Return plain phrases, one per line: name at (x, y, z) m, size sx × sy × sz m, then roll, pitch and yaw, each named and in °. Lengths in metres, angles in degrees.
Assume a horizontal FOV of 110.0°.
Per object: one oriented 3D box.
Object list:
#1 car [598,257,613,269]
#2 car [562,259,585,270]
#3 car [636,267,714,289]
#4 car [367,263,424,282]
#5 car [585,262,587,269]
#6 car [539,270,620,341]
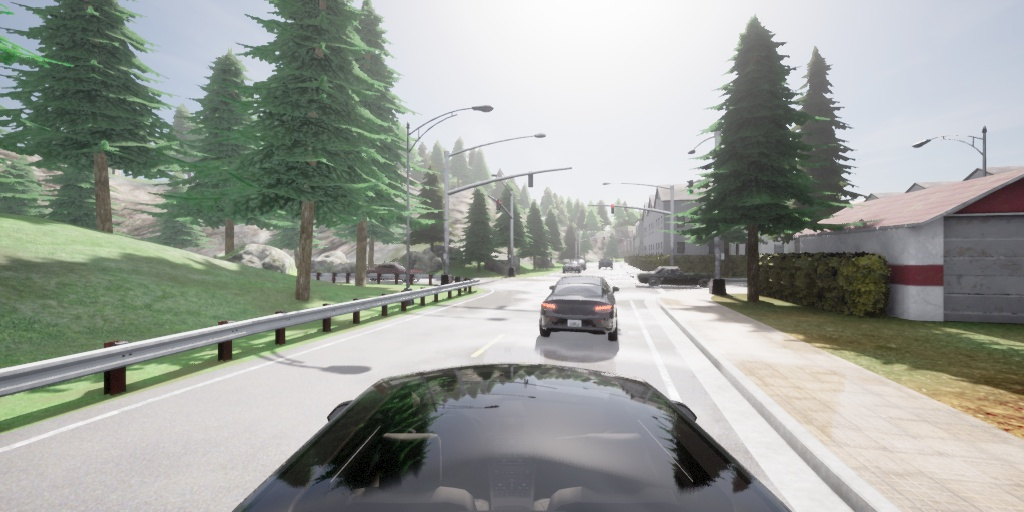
car at (14.301, 1.102, 54.752) m, size 2.097 × 1.767 × 4.553 m, roll 0°, pitch 0°, yaw 15°
car at (7.270, 1.314, 43.184) m, size 1.994 × 1.385 × 4.181 m, roll 0°, pitch 0°, yaw 15°
car at (10.506, 1.365, 23.068) m, size 4.718 × 1.301 × 1.895 m, roll 0°, pitch 0°, yaw 15°
car at (-9.223, 1.291, 28.361) m, size 4.674 × 1.442 × 1.812 m, roll 0°, pitch 0°, yaw 15°
car at (9.956, 1.241, 52.873) m, size 2.128 × 1.511 × 4.902 m, roll 0°, pitch 0°, yaw 16°
car at (1.939, 1.276, 9.902) m, size 1.812 × 1.442 × 4.674 m, roll 0°, pitch 0°, yaw 15°
